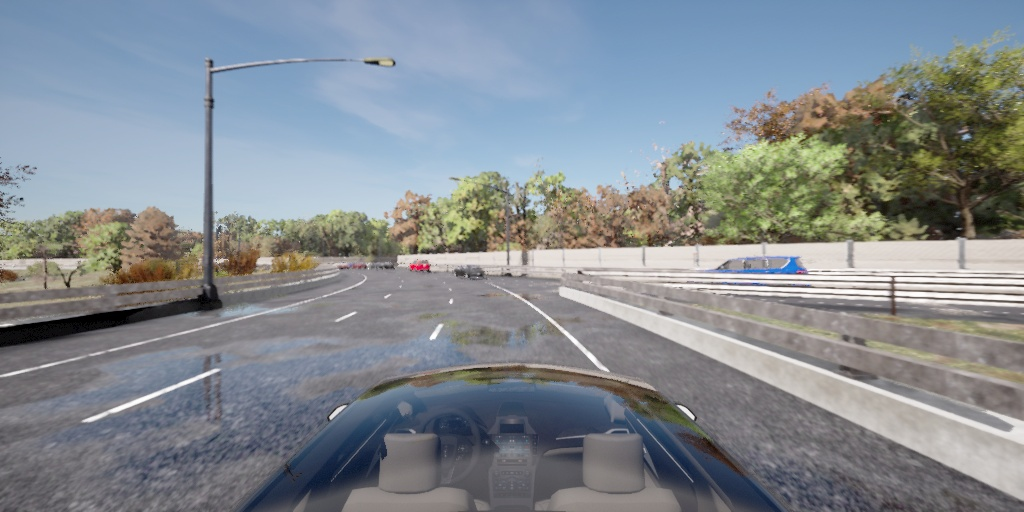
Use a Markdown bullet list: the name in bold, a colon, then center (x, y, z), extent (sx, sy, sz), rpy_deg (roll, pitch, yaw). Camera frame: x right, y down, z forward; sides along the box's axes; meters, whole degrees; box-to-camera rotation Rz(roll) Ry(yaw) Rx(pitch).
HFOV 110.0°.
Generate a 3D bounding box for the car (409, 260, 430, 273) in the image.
- **car**: center (-14.836, 1.633, 57.358), extent (2.150, 2.045, 5.566), rpy_deg (0, 0, -31)

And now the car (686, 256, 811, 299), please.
- **car**: center (12.424, 1.072, 19.267), extent (5.566, 2.045, 2.150), rpy_deg (-3, -2, 38)

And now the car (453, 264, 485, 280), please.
- **car**: center (-4.591, 1.628, 37.787), extent (2.128, 1.511, 4.902), rpy_deg (0, -1, -32)
